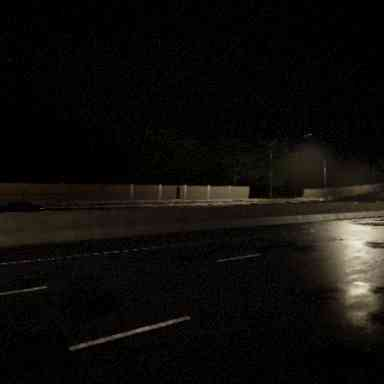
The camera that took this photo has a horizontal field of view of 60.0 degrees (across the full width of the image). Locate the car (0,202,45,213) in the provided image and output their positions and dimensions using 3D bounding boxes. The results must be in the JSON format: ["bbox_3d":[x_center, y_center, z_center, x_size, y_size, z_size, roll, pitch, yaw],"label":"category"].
[{"bbox_3d":[-14.861,1.532,27.784,4.674,1.442,1.812,0,0,-35],"label":"car"}]
